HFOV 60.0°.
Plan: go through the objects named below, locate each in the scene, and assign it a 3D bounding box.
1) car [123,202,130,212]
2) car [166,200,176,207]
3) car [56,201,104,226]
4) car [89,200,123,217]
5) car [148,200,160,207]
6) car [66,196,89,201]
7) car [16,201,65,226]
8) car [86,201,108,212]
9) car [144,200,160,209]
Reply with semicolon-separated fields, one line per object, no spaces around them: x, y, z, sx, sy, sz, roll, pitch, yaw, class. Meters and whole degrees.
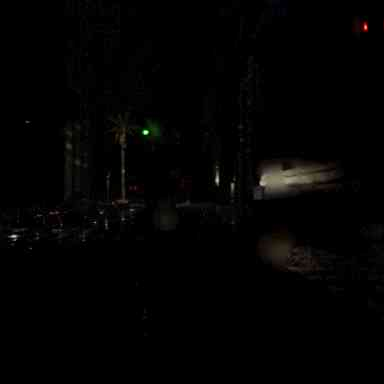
-9.589;2.015;44.747;1.895;1.301;4.718;1;-1;-3;car
-4.232;2.287;66.014;1.994;1.385;4.181;1;-1;-4;car
-8.372;1.678;25.431;1.882;1.535;5.008;1;-1;-4;car
-8.972;1.793;34.880;2.128;1.511;4.902;1;-1;-4;car
-7.474;2.259;65.783;1.994;1.385;4.181;1;-1;-4;car
-12.263;1.503;35.411;2.150;2.045;5.566;1;-1;-4;car
-11.629;1.652;25.484;1.882;1.535;5.008;1;-1;-4;car
-12.879;1.959;45.349;1.994;1.385;4.181;1;-1;-4;car
-6.826;2.097;55.511;1.812;1.442;4.674;1;-1;-4;car
